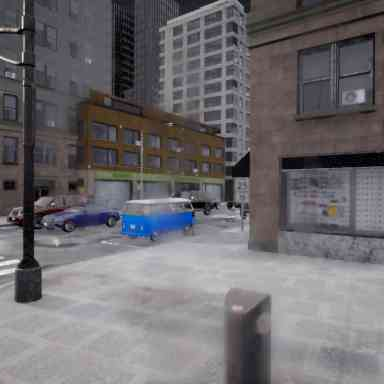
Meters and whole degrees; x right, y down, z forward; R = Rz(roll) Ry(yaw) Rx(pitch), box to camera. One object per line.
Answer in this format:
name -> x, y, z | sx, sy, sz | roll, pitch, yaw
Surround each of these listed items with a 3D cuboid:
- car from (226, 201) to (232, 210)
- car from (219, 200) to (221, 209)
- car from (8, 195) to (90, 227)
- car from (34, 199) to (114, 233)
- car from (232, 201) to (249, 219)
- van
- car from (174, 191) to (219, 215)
car -> 5.485, 1.178, 35.344 | 1.895, 1.301, 4.718 | 0, 1, 36
car -> 1.341, 1.167, 34.091 | 1.947, 1.339, 4.313 | 1, 2, 35
car -> -8.368, 1.123, 20.344 | 2.192, 1.841, 5.009 | 1, 1, 35
car -> -6.145, 1.351, 18.898 | 1.812, 1.442, 4.674 | 0, 1, 35
car -> 5.066, 1.280, 24.589 | 2.008, 1.369, 4.403 | 1, 1, 35
van -> -1.406, 1.208, 15.425 | 1.690, 1.788, 3.998 | 1, 1, 35
car -> -0.376, 0.924, 27.056 | 2.150, 2.045, 5.566 | 0, 1, 35
